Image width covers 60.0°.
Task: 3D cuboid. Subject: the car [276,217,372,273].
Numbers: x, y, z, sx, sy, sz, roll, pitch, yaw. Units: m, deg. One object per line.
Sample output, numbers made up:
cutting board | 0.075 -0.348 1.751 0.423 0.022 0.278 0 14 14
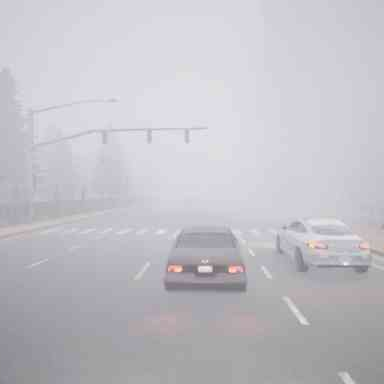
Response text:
car | 3.964 1.531 10.618 1.812 1.442 4.674 0 0 3

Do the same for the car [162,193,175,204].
car | -4.430 1.252 63.568 2.150 2.045 5.566 0 0 3

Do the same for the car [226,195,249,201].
car | 12.004 1.568 88.174 4.902 1.511 2.128 0 0 -44

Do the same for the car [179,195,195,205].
car | -1.029 1.535 61.335 1.837 1.490 4.892 0 0 3

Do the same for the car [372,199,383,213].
car | 22.544 1.427 35.927 4.553 1.767 2.097 0 0 2

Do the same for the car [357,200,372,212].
car | 22.151 1.567 39.440 4.902 1.511 2.128 0 0 2

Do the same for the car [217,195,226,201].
car | 8.813 1.505 89.938 1.882 1.535 5.008 0 0 41

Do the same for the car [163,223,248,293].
car | 0.381 1.552 8.992 2.033 1.411 5.357 0 0 3

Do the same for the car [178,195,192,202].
car | -1.593 1.516 80.220 1.882 1.535 5.008 0 0 19

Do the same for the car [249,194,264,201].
car | 17.017 1.582 87.809 5.357 1.411 2.033 0 0 -35

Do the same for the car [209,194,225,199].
car | 7.098 1.254 93.177 4.718 1.301 1.895 0 0 -44

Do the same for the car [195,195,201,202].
car | 0.851 1.562 76.676 2.128 1.511 4.902 0 0 14
